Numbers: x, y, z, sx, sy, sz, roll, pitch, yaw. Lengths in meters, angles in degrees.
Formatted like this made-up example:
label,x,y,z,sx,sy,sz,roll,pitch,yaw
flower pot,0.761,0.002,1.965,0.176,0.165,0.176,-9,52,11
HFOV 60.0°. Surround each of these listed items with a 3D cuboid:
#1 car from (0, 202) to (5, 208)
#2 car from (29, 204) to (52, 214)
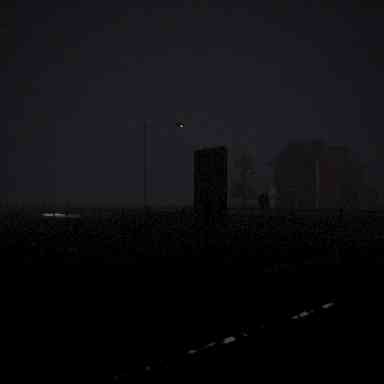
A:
label,x,y,z,sx,sy,sz,roll,pitch,yaw
car,-44.492,2.980,76.587,1.994,1.385,4.181,0,-1,-43
car,-22.048,2.454,48.485,1.895,1.301,4.718,0,-1,-43
